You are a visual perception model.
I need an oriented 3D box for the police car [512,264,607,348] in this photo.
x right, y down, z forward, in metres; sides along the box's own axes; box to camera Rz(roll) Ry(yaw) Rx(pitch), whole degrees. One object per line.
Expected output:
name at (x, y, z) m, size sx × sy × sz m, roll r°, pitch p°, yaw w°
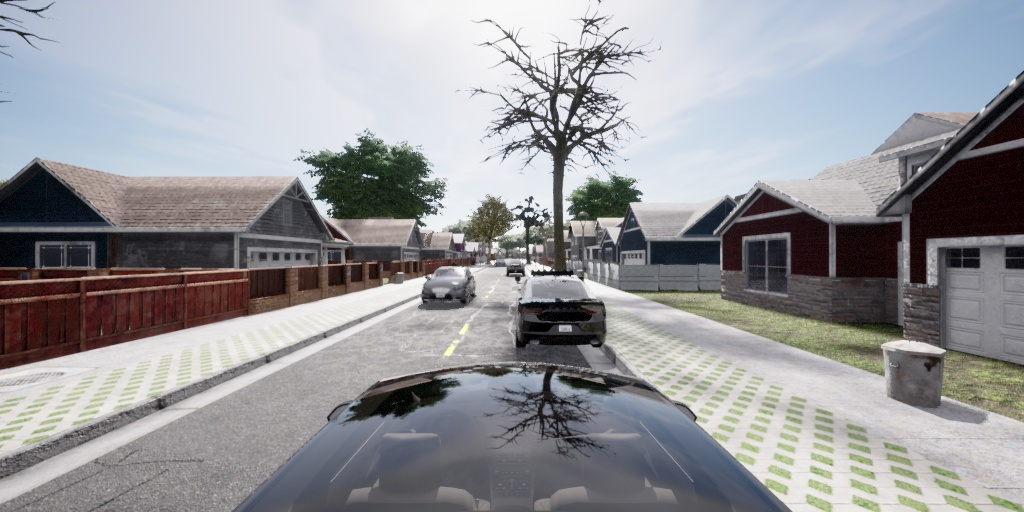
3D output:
police car at (1.038, 1.174, 9.410) m, size 1.930 × 1.638 × 5.238 m, roll 0°, pitch 0°, yaw 1°

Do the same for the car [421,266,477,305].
car at (-2.715, 1.239, 16.185) m, size 2.128 × 1.511 × 4.902 m, roll 0°, pitch 0°, yaw 1°

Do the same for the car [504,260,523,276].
car at (0.390, 1.240, 36.888) m, size 1.837 × 1.490 × 4.892 m, roll 0°, pitch 0°, yaw 1°
